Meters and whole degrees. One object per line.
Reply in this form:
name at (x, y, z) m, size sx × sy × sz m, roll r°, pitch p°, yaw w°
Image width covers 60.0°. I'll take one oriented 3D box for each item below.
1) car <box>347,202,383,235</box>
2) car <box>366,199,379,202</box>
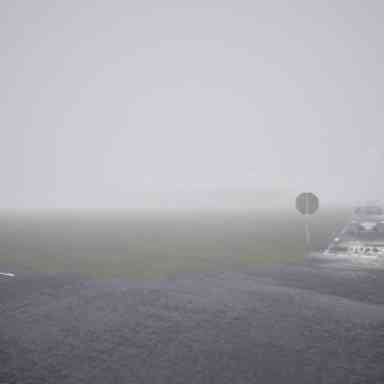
car at (10.211, 1.586, 19.231) m, size 2.128 × 1.511 × 4.902 m, roll -2°, pitch -1°, yaw 29°
car at (22.478, 1.634, 41.417) m, size 2.128 × 1.511 × 4.902 m, roll -2°, pitch -1°, yaw 29°
